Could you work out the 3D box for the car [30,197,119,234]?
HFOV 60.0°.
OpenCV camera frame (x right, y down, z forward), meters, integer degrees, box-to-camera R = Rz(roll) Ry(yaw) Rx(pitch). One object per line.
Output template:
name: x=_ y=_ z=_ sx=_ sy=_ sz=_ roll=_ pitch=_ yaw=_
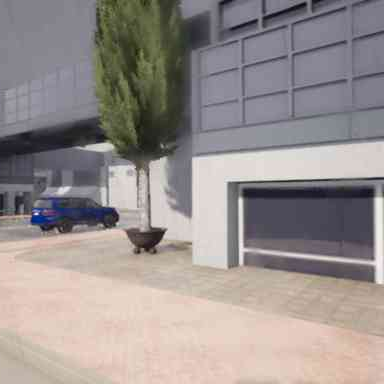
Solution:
car: x=-7.215 y=1.339 z=20.989 sx=2.150 sy=2.045 sz=5.566 roll=-1 pitch=0 yaw=36
